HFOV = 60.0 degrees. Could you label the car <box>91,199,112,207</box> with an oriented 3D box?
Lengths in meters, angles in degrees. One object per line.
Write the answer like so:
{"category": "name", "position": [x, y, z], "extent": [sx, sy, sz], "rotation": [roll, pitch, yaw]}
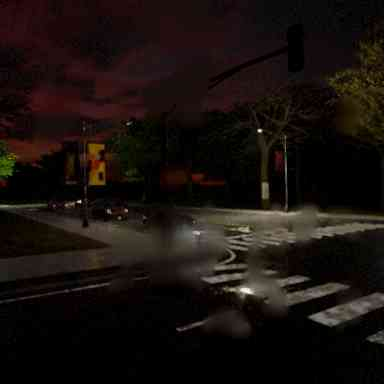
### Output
{"category": "car", "position": [-16.626, 1.949, 60.798], "extent": [2.033, 1.411, 5.357], "rotation": [-2, 0, -35]}

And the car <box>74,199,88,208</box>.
{"category": "car", "position": [-19.289, 2.024, 58.936], "extent": [2.033, 1.411, 5.357], "rotation": [-2, 0, -35]}

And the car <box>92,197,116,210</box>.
{"category": "car", "position": [-13.434, 1.728, 50.620], "extent": [2.097, 1.767, 4.553], "rotation": [-2, 0, -35]}

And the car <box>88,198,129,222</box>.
{"category": "car", "position": [-7.580, 1.691, 30.666], "extent": [2.097, 1.767, 4.553], "rotation": [-2, 0, -35]}

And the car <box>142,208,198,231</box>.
{"category": "car", "position": [-1.650, 1.786, 22.283], "extent": [2.033, 1.411, 5.357], "rotation": [-2, 0, -29]}

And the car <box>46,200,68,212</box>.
{"category": "car", "position": [-19.367, 1.888, 47.642], "extent": [2.097, 1.767, 4.553], "rotation": [-2, 0, -34]}

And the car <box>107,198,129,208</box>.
{"category": "car", "position": [-12.111, 1.829, 54.373], "extent": [1.837, 1.490, 4.892], "rotation": [-2, 0, -35]}
